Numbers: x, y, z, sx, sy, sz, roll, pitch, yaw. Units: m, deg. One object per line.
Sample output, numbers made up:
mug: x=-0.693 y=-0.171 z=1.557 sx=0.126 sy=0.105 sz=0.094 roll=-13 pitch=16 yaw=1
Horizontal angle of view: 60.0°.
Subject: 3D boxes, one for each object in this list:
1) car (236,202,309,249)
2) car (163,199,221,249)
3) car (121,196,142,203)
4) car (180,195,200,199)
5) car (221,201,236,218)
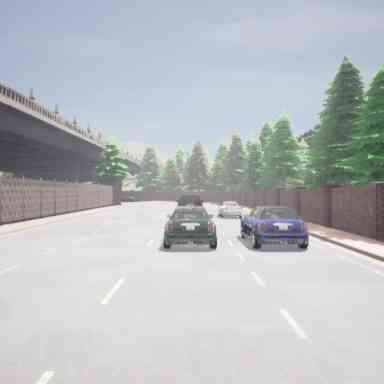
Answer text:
car: x=3.425 y=1.366 z=14.649 sx=2.097 sy=1.767 sz=4.553 roll=0 pitch=0 yaw=0
car: x=-0.075 y=1.366 z=14.630 sx=2.097 sy=1.767 sz=4.553 roll=0 pitch=0 yaw=0
car: x=-13.163 y=1.538 z=69.395 sx=5.357 sy=1.411 sz=2.033 roll=0 pitch=0 yaw=25
car: x=-0.159 y=1.258 z=29.690 sx=2.150 sy=2.045 sz=5.566 roll=0 pitch=0 yaw=0
car: x=3.341 y=1.533 z=29.679 sx=1.812 sy=1.442 sz=4.674 roll=0 pitch=0 yaw=0
